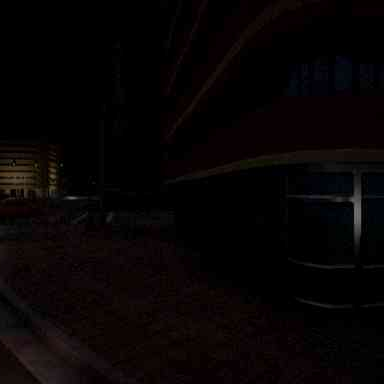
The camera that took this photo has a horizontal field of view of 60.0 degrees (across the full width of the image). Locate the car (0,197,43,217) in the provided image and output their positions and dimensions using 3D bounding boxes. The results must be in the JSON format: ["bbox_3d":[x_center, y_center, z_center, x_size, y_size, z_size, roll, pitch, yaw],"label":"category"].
[{"bbox_3d":[-16.098,1.514,29.781,5.008,1.535,1.882,0,-1,-40],"label":"car"}]
